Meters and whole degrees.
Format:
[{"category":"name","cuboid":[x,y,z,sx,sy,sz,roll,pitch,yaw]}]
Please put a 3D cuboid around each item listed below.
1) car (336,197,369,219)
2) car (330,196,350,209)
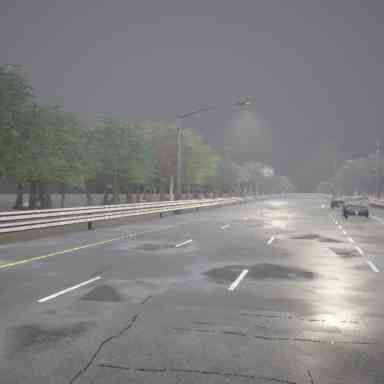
[{"category":"car","cuboid":[14.161,1.489,29.169,2.128,1.511,4.902,0,0,20]},{"category":"car","cuboid":[19.932,1.490,45.275,1.882,1.535,5.008,0,0,20]}]
